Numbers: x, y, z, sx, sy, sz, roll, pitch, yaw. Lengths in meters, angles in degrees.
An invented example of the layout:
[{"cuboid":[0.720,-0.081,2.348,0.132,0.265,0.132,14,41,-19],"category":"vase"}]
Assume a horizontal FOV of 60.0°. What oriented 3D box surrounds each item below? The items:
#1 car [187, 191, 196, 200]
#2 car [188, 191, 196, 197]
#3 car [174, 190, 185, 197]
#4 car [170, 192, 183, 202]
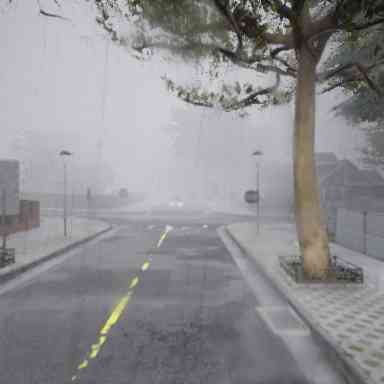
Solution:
[{"cuboid":[-0.043,0.757,69.875,1.882,1.535,5.008,0,1,0],"category":"car"},{"cuboid":[-0.049,0.492,80.293,1.994,1.385,4.181,0,1,0],"category":"car"},{"cuboid":[-2.795,0.350,74.458,2.128,1.511,4.902,0,1,0],"category":"car"},{"cuboid":[-2.822,1.059,58.924,1.895,1.301,4.718,0,1,1],"category":"car"}]
